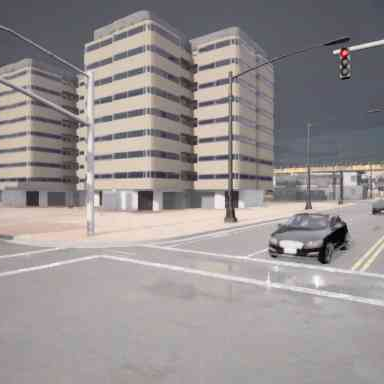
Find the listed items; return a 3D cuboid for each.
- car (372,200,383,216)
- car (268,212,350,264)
[{"bbox_3d":[18.881,1.487,32.533,1.882,1.535,5.008,0,0,35],"label":"car"},{"bbox_3d":[4.365,1.498,12.022,2.128,1.511,4.902,0,0,35],"label":"car"}]
